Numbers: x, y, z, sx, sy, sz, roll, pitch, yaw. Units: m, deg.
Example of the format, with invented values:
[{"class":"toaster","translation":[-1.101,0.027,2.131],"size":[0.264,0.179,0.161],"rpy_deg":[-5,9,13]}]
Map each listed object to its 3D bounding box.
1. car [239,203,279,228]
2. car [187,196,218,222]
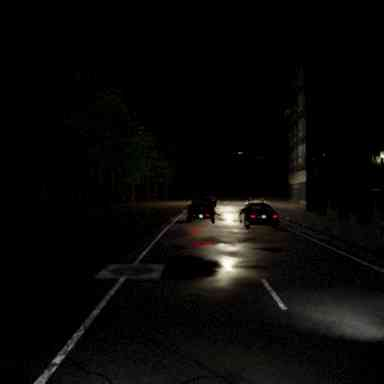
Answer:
[{"class":"car","translation":[4.012,1.374,20.471],"size":[2.033,1.411,5.357],"rpy_deg":[0,1,3]},{"class":"car","translation":[0.710,1.293,23.871],"size":[1.837,1.490,4.892],"rpy_deg":[0,1,3]}]
